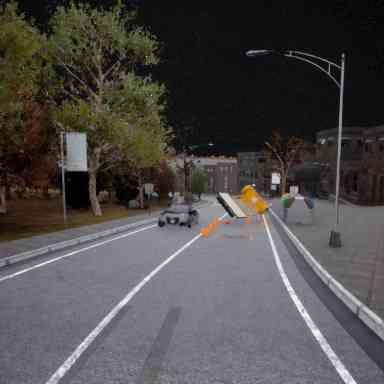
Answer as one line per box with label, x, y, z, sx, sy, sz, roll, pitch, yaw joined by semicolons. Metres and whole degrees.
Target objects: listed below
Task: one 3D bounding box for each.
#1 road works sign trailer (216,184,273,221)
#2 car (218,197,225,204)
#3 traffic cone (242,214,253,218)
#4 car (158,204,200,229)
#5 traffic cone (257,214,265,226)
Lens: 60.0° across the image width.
road works sign trailer;3.299;1.093;23.644;3.560;2.880;2.380;4;42;-51
car;5.533;1.165;56.777;2.097;1.767;4.553;1;0;6
traffic cone;3.682;1.927;22.008;0.340;0.580;0.340;2;2;7
car;-0.728;1.463;20.797;1.994;1.385;4.181;1;0;11
traffic cone;4.671;1.946;21.984;0.340;0.580;0.340;1;0;20
